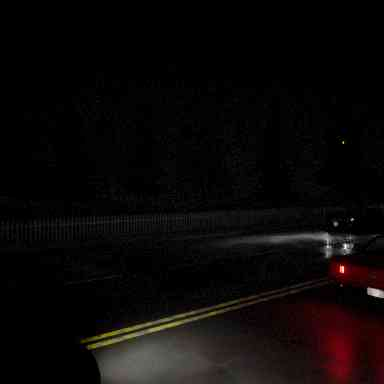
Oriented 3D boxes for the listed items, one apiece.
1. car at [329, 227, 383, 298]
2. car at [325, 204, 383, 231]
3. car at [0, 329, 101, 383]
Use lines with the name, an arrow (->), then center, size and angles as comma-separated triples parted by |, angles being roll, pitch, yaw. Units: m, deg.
car -> 5.254, 1.601, 7.519 | 4.718, 1.301, 1.895 | 0, 0, -35
car -> 9.860, 1.491, 19.643 | 4.902, 1.511, 2.128 | 0, 0, -36
car -> -2.819, 1.526, 1.759 | 4.674, 1.442, 1.812 | 0, 0, -36
